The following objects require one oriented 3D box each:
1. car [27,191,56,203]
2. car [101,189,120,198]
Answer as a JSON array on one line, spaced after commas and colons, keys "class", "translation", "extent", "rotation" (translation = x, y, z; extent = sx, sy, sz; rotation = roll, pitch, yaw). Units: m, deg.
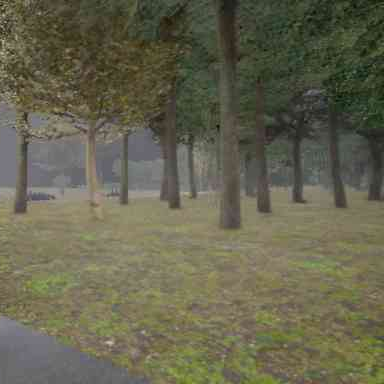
[{"class": "car", "translation": [-20.638, 0.625, 44.488], "extent": [2.128, 1.511, 4.902], "rotation": [-2, 0, 34]}, {"class": "car", "translation": [-15.504, 0.238, 64.346], "extent": [2.097, 1.767, 4.553], "rotation": [-2, 0, 34]}]
